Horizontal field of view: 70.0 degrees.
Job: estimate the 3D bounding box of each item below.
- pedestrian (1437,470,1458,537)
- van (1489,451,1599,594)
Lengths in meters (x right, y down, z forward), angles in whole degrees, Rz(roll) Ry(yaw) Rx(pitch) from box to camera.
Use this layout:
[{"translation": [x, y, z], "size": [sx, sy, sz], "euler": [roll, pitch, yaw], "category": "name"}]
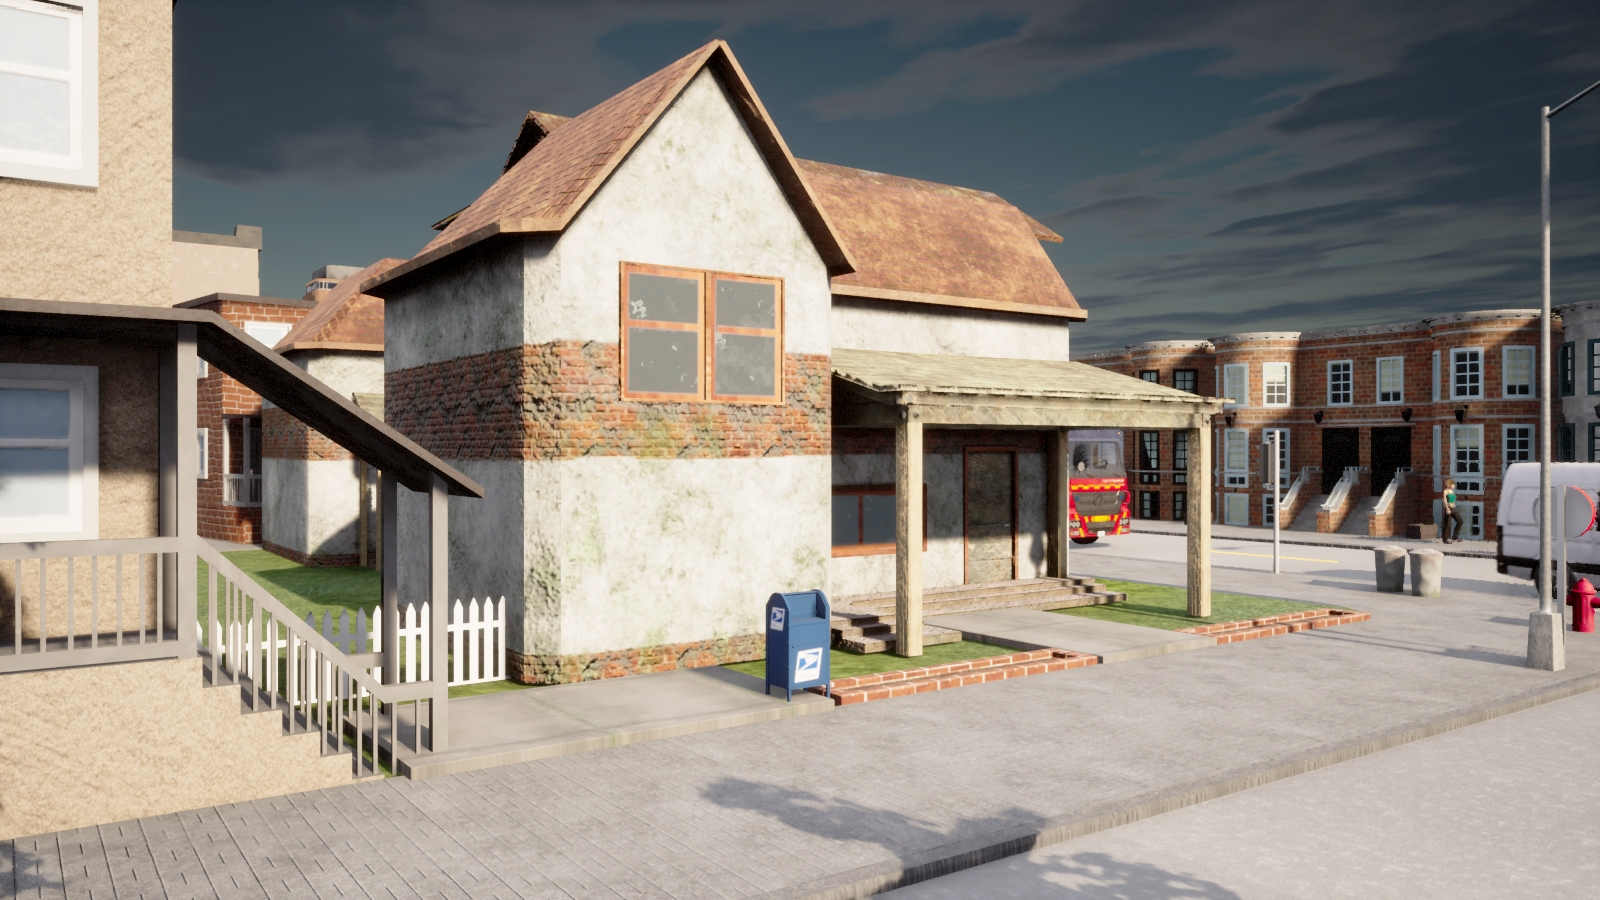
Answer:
[{"translation": [18.368, 1.511, 32.435], "size": [0.375, 1.860, 0.375], "euler": [0, 0, -28], "category": "pedestrian"}, {"translation": [15.684, 1.304, 20.181], "size": [1.988, 2.561, 5.915], "euler": [0, 0, -25], "category": "van"}]
